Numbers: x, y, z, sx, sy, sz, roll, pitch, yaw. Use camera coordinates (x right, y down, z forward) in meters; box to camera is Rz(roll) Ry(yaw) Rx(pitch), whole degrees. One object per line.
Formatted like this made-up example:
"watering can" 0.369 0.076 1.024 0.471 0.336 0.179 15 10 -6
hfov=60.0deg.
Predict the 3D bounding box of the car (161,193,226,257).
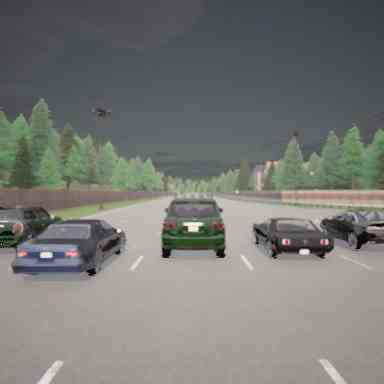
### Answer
"car" 0.069 1.224 13.006 2.150 2.045 5.566 0 0 1

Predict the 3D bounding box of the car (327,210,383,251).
"car" 7.076 1.492 14.150 2.128 1.511 4.902 0 0 0

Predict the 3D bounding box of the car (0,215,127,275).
"car" -3.453 1.548 10.429 2.033 1.411 5.357 0 0 1

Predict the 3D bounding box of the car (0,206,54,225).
"car" -6.926 1.351 13.836 2.097 1.767 4.553 0 0 0

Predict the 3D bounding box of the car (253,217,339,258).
"car" 3.567 1.601 12.701 1.895 1.301 4.718 0 0 0
